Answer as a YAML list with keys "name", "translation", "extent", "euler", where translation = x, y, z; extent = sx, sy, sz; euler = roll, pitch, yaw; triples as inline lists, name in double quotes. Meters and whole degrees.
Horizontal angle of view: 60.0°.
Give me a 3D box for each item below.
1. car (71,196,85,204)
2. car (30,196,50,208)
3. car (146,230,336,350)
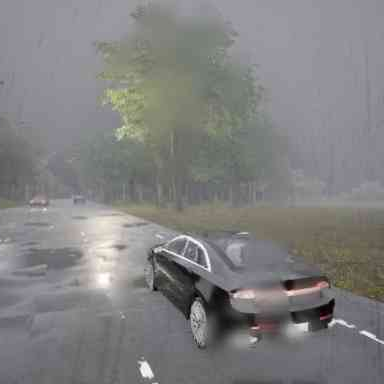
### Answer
- name: "car"
  translation: [-21.160, 1.456, 62.275]
  extent: [1.882, 1.535, 5.008]
  euler: [0, 0, -21]
- name: "car"
  translation: [-21.818, 1.317, 47.855]
  extent: [2.097, 1.767, 4.553]
  euler: [0, 0, -14]
- name: "car"
  translation: [0.439, 1.481, 6.388]
  extent: [2.128, 1.511, 4.902]
  euler: [0, 0, -21]
